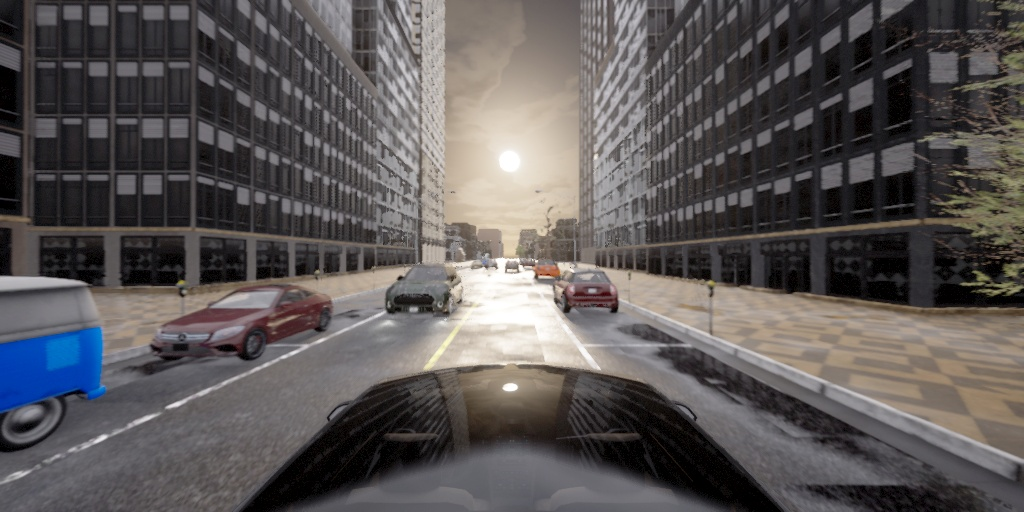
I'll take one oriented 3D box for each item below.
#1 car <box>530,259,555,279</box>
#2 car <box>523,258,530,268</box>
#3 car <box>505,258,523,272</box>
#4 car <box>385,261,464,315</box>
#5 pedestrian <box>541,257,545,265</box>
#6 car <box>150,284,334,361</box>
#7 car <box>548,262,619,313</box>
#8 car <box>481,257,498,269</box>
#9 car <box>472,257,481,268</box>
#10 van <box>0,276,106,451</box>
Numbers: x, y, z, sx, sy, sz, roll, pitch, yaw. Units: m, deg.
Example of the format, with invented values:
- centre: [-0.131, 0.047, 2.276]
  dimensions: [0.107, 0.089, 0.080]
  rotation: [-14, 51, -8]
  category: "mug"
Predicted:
- centre: [2.997, 1.088, 32.234]
  dimensions: [2.097, 1.767, 4.553]
  rotation: [0, 0, 0]
  category: "car"
- centre: [2.685, 1.159, 59.465]
  dimensions: [1.967, 1.591, 4.097]
  rotation: [0, 0, 0]
  category: "car"
- centre: [0.013, 1.218, 46.644]
  dimensions: [2.128, 1.511, 4.902]
  rotation: [0, 0, 0]
  category: "car"
- centre: [-3.101, 1.098, 13.523]
  dimensions: [2.097, 1.767, 4.553]
  rotation: [0, 0, 0]
  category: "car"
- centre: [2.997, 1.029, 35.045]
  dimensions: [0.375, 1.860, 0.375]
  rotation: [0, 0, -2]
  category: "pedestrian"
- centre: [-5.691, 1.330, 8.251]
  dimensions: [1.802, 1.307, 4.207]
  rotation: [0, 0, 0]
  category: "car"
- centre: [2.689, 1.186, 13.929]
  dimensions: [1.967, 1.591, 4.097]
  rotation: [0, 0, 0]
  category: "car"
- centre: [-3.072, 1.215, 53.894]
  dimensions: [2.128, 1.511, 4.902]
  rotation: [0, 0, 0]
  category: "car"
- centre: [-5.696, 1.245, 59.309]
  dimensions: [1.751, 1.417, 4.829]
  rotation: [0, 0, 0]
  category: "car"
- centre: [-5.690, 1.091, 2.558]
  dimensions: [1.690, 1.789, 3.998]
  rotation: [0, 0, 0]
  category: "van"
